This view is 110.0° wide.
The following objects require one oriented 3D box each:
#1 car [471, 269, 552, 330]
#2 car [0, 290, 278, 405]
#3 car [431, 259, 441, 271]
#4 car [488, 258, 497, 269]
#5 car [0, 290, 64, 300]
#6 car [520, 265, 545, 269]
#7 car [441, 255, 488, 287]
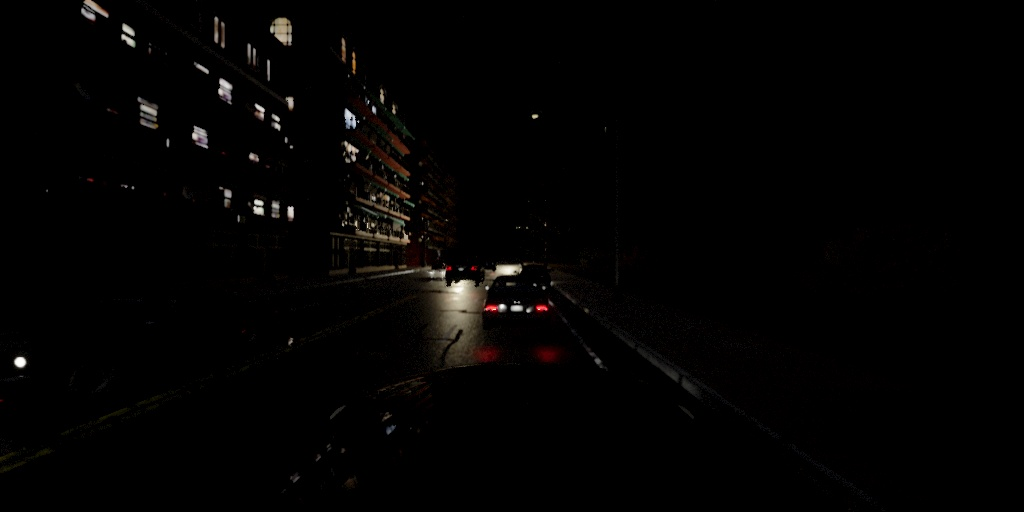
[{"bbox_3d":[0.114,1.288,11.028,2.033,1.411,5.357,0,0,0],"label":"car"},{"bbox_3d":[-6.592,1.346,6.423,1.895,1.301,4.718,0,0,0],"label":"car"},{"bbox_3d":[-9.789,1.202,49.115,1.837,1.490,4.892,0,0,0],"label":"car"},{"bbox_3d":[-3.099,1.054,46.338,2.097,1.767,4.553,0,0,0],"label":"car"},{"bbox_3d":[-9.844,1.347,6.415,1.895,1.301,4.718,0,0,0],"label":"car"},{"bbox_3d":[1.160,1.236,20.718,1.837,1.490,4.892,0,0,0],"label":"car"},{"bbox_3d":[-3.123,0.942,24.672,2.150,2.045,5.566,0,-1,0],"label":"car"}]
